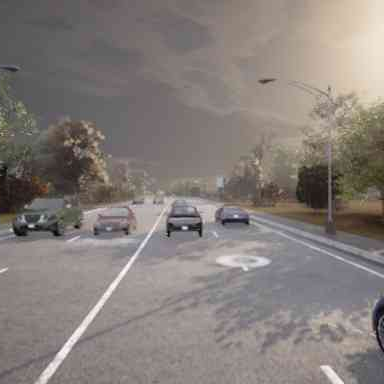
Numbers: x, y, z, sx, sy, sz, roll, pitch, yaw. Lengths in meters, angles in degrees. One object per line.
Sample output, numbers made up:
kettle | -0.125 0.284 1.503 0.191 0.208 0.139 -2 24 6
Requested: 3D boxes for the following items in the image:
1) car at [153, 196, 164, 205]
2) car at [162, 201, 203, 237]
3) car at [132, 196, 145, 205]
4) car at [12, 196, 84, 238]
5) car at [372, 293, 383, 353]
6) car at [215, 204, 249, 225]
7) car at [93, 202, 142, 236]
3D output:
car | -6.031 1.524 59.827 2.128 1.511 4.902 0 0 -2
car | -0.436 1.500 18.270 2.128 1.511 4.902 0 0 -2
car | -9.526 1.539 59.660 1.837 1.490 4.892 0 0 -2
car | -7.628 1.238 18.310 2.150 2.045 5.566 0 0 -3
car | 3.523 1.522 2.857 1.812 1.442 4.674 0 0 -1
car | 2.815 1.571 23.959 1.994 1.385 4.181 0 0 -3
car | -4.145 1.538 18.591 1.812 1.442 4.674 0 0 -2
